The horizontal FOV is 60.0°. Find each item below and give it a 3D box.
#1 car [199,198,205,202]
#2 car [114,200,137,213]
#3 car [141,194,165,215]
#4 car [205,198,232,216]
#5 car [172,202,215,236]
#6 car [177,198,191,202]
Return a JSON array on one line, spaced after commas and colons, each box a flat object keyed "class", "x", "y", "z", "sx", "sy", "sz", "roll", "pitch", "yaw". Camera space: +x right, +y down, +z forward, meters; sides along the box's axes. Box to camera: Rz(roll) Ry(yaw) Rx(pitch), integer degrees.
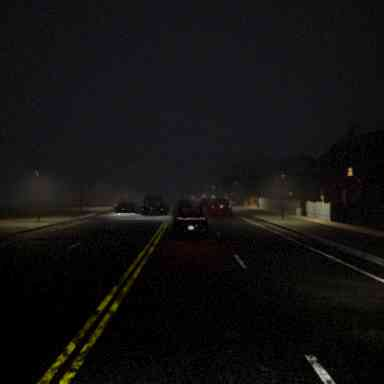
[{"class": "car", "x": 2.058, "y": 1.533, "z": 47.484, "sx": 1.882, "sy": 1.535, "sz": 5.008, "roll": 0, "pitch": 0, "yaw": -3}, {"class": "car", "x": -7.362, "y": 1.621, "z": 37.178, "sx": 1.994, "sy": 1.385, "sz": 4.181, "roll": 0, "pitch": 0, "yaw": -2}, {"class": "car", "x": -4.031, "y": 1.274, "z": 35.213, "sx": 2.150, "sy": 2.045, "sz": 5.566, "roll": 0, "pitch": -1, "yaw": -2}, {"class": "car", "x": 2.726, "y": 1.391, "z": 32.922, "sx": 2.097, "sy": 1.767, "sz": 4.553, "roll": 0, "pitch": 0, "yaw": 0}, {"class": "car", "x": -0.097, "y": 1.513, "z": 18.546, "sx": 2.128, "sy": 1.511, "sz": 4.902, "roll": 0, "pitch": 0, "yaw": -1}, {"class": "car", "x": -1.134, "y": 1.538, "z": 47.350, "sx": 1.882, "sy": 1.535, "sz": 5.008, "roll": 0, "pitch": 0, "yaw": -3}]
